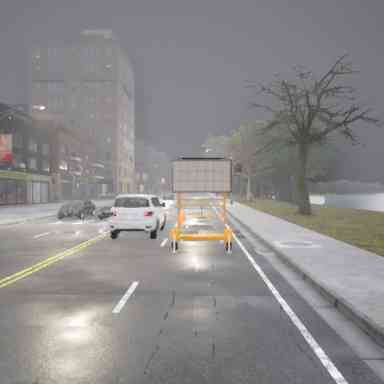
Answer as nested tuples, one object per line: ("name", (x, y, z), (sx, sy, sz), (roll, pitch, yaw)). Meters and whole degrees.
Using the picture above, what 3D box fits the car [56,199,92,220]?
("car", (-9.114, 1.359, 26.632), (1.837, 1.490, 4.892), (0, 1, 2))

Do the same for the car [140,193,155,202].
("car", (-8.168, 0.971, 61.007), (1.882, 1.535, 5.008), (0, 1, 2))

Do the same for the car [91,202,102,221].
("car", (-5.872, 1.404, 26.265), (2.033, 1.411, 5.357), (0, 0, 2))

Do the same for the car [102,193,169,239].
("car", (-2.659, 1.147, 17.202), (2.150, 2.045, 5.566), (0, 0, 1))

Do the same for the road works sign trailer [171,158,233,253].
("road works sign trailer", (0.391, 0.420, 13.456), (2.380, 3.560, 2.880), (0, 0, 2))

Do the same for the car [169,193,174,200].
("car", (-4.690, 0.914, 67.588), (2.128, 1.511, 4.902), (0, 1, 2))
